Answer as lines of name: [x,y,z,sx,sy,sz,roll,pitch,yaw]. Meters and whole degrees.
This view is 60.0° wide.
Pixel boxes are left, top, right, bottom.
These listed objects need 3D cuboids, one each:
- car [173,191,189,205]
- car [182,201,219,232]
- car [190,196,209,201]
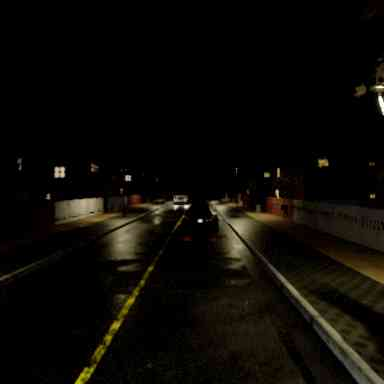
car: [-1.694,0.863,51.380,2.150,2.045,5.566,0,0,1]
car: [0.472,1.417,18.916,1.994,1.385,4.181,0,0,2]
car: [0.878,1.216,38.032,1.837,1.490,4.892,0,1,1]
